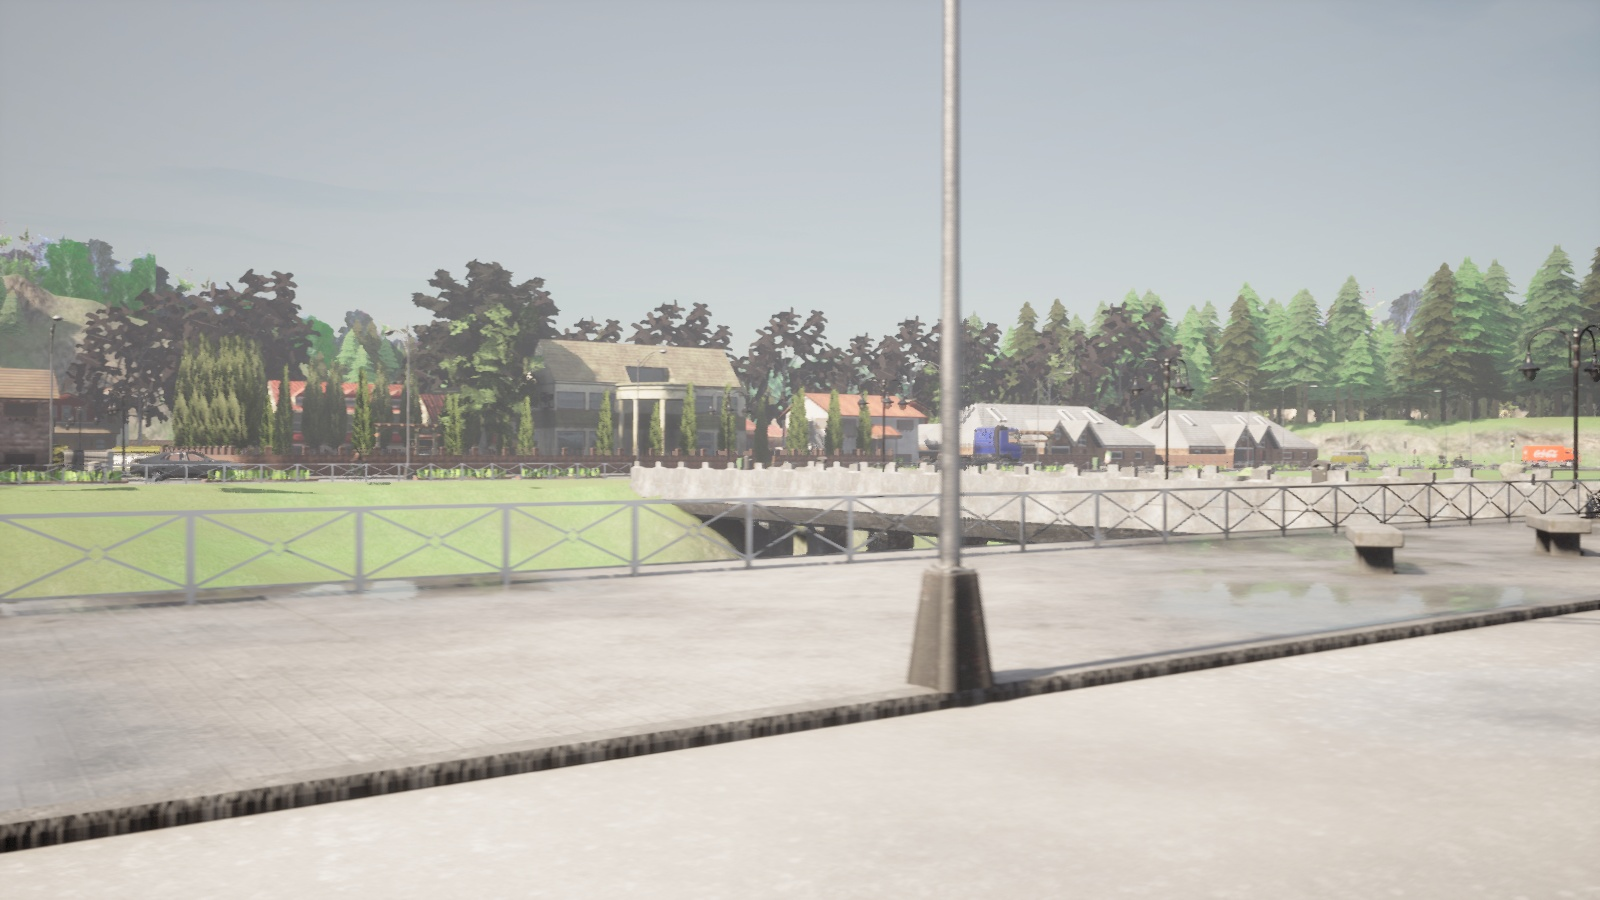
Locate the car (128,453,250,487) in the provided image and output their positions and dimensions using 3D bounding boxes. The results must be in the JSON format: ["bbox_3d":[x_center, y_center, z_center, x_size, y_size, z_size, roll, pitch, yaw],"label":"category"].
[{"bbox_3d":[-28.843,0.907,59.355,4.902,1.511,2.128,0,0,-35],"label":"car"}]

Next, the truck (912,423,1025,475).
[{"bbox_3d":[11.777,-0.047,87.619,7.936,3.462,2.891,0,0,-35],"label":"truck"}]
